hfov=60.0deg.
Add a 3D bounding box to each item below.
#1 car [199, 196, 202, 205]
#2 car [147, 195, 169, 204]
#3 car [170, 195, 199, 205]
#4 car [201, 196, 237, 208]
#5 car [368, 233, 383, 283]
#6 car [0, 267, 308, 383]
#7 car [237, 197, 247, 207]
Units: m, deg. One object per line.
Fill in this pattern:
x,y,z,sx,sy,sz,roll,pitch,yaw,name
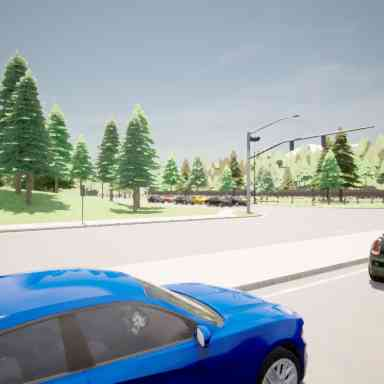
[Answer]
1.162,1.478,60.137,1.882,1.535,5.008,0,0,-35,car
-7.185,1.505,66.047,1.837,1.490,4.892,0,0,-35,car
-1.361,1.505,57.624,1.837,1.490,4.892,0,0,-35,car
4.014,1.478,49.916,1.882,1.535,5.008,0,0,-35,car
6.500,1.352,8.408,4.553,1.767,2.097,0,0,-35,car
-0.996,1.478,3.037,5.008,1.535,1.882,0,0,-35,car
6.634,1.478,52.280,1.882,1.535,5.008,0,0,-35,car
